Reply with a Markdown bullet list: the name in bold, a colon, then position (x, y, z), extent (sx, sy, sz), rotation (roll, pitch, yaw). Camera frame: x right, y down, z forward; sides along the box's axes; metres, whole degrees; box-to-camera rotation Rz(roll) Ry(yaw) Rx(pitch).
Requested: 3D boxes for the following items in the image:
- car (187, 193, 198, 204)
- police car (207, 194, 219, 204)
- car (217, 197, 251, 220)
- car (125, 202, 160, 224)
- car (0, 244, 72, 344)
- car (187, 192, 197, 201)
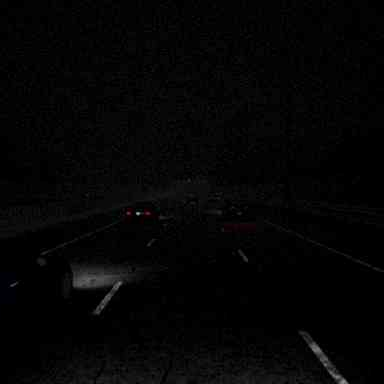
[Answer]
- **car**: position (0.102, 1.144, 55.478), extent (2.128, 1.511, 4.902), rotation (0, 0, 0)
- **police car**: position (3.504, 1.175, 53.986), extent (2.038, 1.542, 4.974), rotation (0, 1, 0)
- **car**: position (3.502, 1.353, 26.764), extent (2.128, 1.511, 4.902), rotation (0, 0, 0)
- **car**: position (-3.399, 1.408, 23.522), extent (2.033, 1.411, 5.357), rotation (0, 0, 0)
- **car**: position (-3.399, 1.494, 5.020), extent (1.812, 1.442, 4.674), rotation (0, 0, 0)
- **car**: position (0.002, 0.897, 71.056), extent (2.097, 1.767, 4.553), rotation (0, 0, 0)
